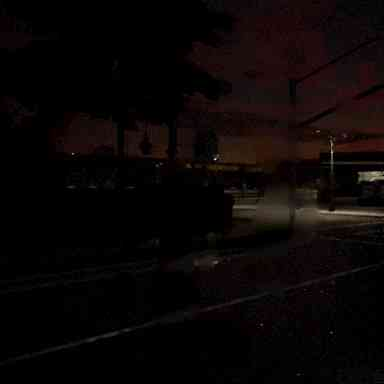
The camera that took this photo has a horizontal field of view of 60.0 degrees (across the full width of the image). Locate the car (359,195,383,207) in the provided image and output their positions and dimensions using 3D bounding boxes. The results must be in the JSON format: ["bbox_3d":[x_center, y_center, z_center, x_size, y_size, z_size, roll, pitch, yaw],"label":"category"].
[{"bbox_3d":[25.993,1.205,46.720,2.242,1.667,4.611,0,0,-35],"label":"car"}]
